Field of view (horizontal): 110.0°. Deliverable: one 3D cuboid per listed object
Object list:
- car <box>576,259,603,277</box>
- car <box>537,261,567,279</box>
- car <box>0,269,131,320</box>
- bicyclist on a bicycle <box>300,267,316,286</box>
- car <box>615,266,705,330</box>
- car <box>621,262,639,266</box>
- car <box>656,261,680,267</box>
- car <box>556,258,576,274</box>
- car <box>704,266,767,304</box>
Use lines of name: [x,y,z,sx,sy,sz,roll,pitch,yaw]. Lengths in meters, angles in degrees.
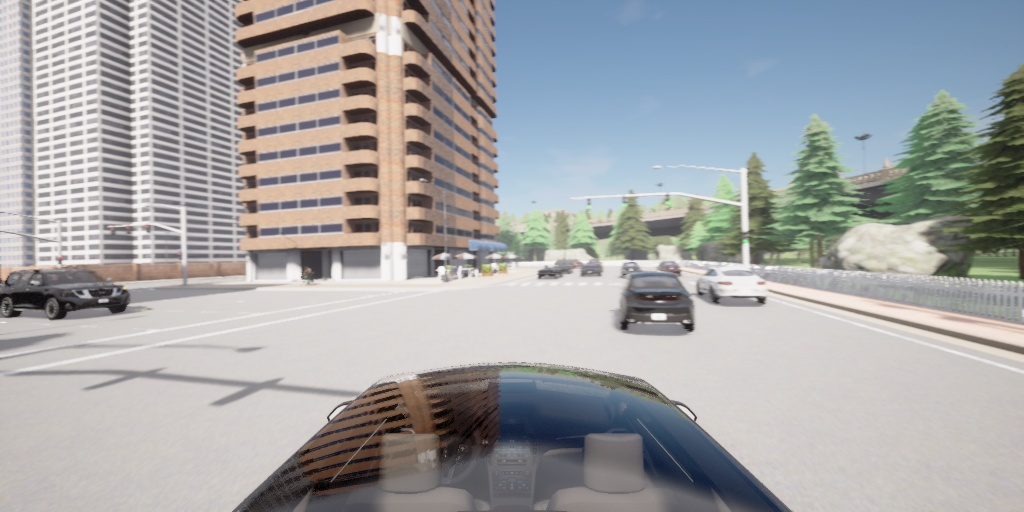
car: [8.082,1.346,36.502,1.994,1.385,4.181,-2,0,17]
car: [3.731,1.473,34.191,1.895,1.301,4.718,-2,0,17]
car: [-19.770,1.595,15.841,5.566,2.045,2.150,-2,0,17]
bicyclist on a bicycle: [-17.139,1.709,30.150,0.582,1.620,1.656,-2,0,17]
car: [4.212,1.220,10.921,1.837,1.490,4.892,-2,-1,17]
car: [10.794,1.237,32.741,2.033,1.411,5.357,-2,0,17]
car: [14.911,1.148,34.276,2.033,1.411,5.357,-2,0,17]
car: [6.226,1.376,42.912,1.837,1.490,4.892,-2,0,15]
car: [9.180,1.139,15.276,1.812,1.442,4.674,-2,0,17]
